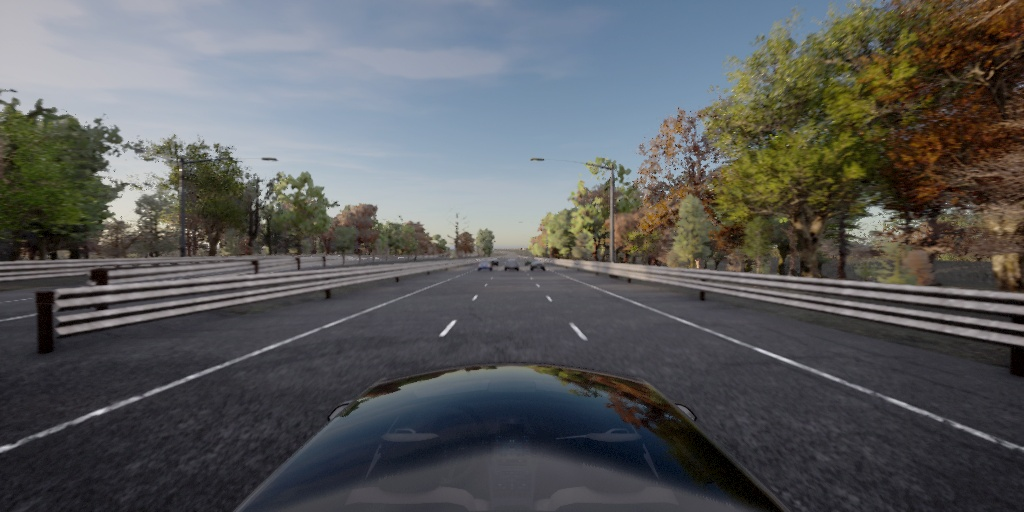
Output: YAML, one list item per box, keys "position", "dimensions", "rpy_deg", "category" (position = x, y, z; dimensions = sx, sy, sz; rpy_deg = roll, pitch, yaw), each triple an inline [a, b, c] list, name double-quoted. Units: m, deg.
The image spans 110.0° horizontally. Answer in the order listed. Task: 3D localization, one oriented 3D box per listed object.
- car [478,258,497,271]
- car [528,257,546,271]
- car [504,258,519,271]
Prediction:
- position: [-3.531, 1.272, 48.123]
  dimensions: [2.033, 1.411, 5.357]
  rpy_deg: [0, 0, 0]
  category: "car"
- position: [3.471, 1.252, 48.734]
  dimensions: [1.812, 1.442, 4.674]
  rpy_deg: [0, 0, 0]
  category: "car"
- position: [-0.027, 1.289, 48.925]
  dimensions: [1.994, 1.385, 4.181]
  rpy_deg: [0, 0, 0]
  category: "car"
